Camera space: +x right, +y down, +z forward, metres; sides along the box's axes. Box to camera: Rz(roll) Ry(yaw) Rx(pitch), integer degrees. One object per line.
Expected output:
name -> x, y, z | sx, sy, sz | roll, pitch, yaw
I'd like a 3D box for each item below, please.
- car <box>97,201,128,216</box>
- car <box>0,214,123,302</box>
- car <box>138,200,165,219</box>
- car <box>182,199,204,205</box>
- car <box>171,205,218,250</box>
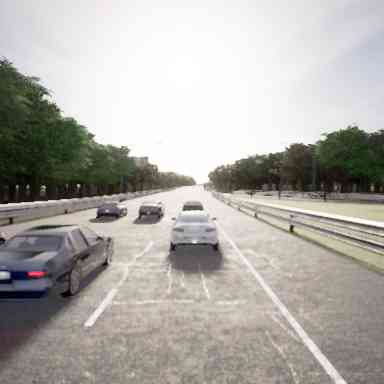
car -> -6.913, 1.502, 29.156 | 1.994, 1.385, 4.181 | 0, 0, 0
car -> -3.405, 1.542, 8.480 | 2.033, 1.411, 5.357 | 0, 0, 0
car -> -3.413, 1.432, 28.689 | 2.128, 1.511, 4.902 | 0, 0, 0
car -> 0.087, 1.407, 30.286 | 1.882, 1.535, 5.008 | 0, 0, 0
car -> 0.094, 1.514, 14.155 | 1.812, 1.442, 4.674 | 0, 0, 0
